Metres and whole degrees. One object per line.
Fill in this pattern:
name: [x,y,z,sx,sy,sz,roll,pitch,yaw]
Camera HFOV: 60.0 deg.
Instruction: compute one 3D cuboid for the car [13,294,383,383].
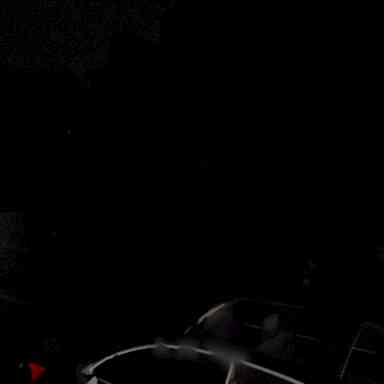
car: [0.315,1.554,2.572,4.403,1.369,2.008,0,1,35]
